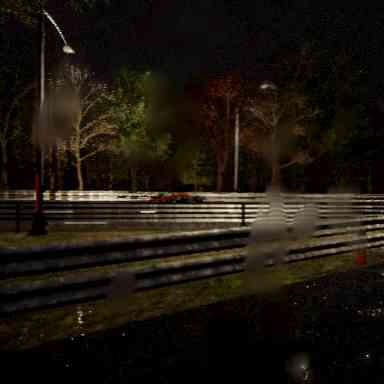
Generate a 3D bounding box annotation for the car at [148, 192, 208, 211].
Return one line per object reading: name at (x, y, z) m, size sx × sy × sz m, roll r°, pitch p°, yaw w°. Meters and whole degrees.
car at (-1.291, 0.805, 28.826) m, size 4.902 × 1.511 × 2.128 m, roll 1°, pitch 2°, yaw -11°

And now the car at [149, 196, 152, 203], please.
car at (-0.603, 0.901, 25.395) m, size 5.008 × 1.535 × 1.882 m, roll 1°, pitch 2°, yaw -11°

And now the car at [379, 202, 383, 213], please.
car at (16.750, 1.072, 25.257) m, size 4.553 × 1.767 × 2.097 m, roll 1°, pitch 2°, yaw -11°

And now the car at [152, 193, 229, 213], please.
car at (0.055, 1.036, 21.961) m, size 4.892 × 1.490 × 1.837 m, roll 1°, pitch 2°, yaw -11°
